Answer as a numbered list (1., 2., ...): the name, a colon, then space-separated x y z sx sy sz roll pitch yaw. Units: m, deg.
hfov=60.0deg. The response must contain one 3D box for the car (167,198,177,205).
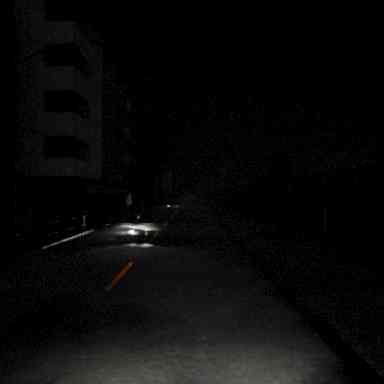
1. car: -3.992 1.954 68.597 1.812 1.442 4.674 0 0 0

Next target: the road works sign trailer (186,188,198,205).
1. road works sign trailer: 0.009 0.953 71.377 2.380 3.560 2.880 0 0 0

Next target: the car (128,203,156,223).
1. car: -4.089 1.683 27.836 2.128 1.511 4.902 0 0 0
